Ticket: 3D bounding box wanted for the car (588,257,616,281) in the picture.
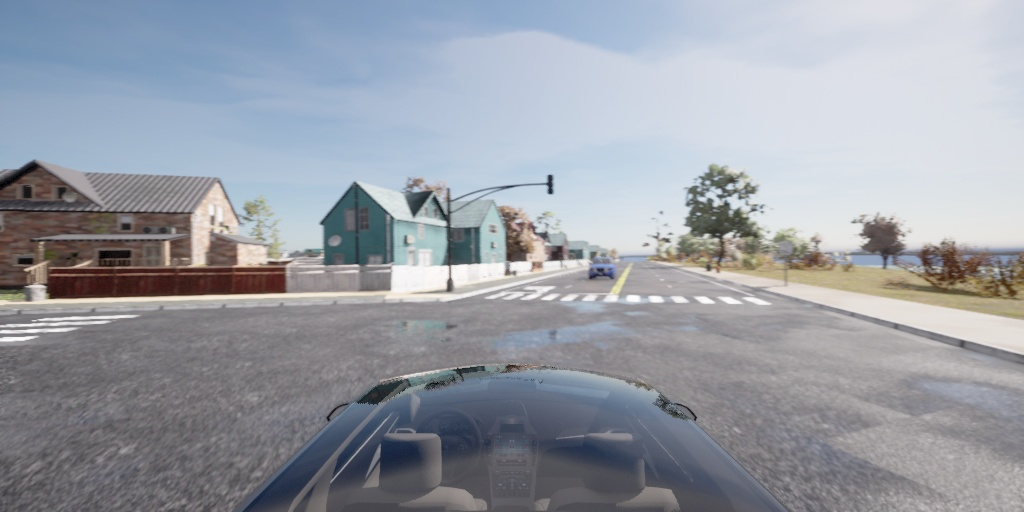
[{"bbox_3d":[8.213,1.114,32.373,2.150,2.045,5.566,-1,0,19],"label":"car"}]
